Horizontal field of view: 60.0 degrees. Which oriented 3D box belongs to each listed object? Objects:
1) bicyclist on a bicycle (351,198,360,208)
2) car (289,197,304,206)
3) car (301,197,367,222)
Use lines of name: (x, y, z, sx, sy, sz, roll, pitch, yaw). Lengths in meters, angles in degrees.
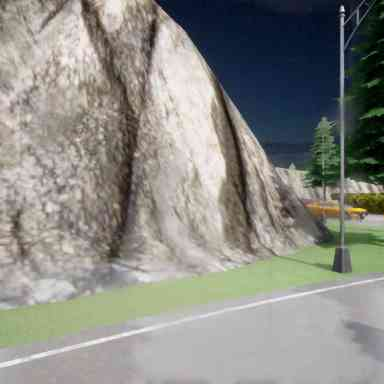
bicyclist on a bicycle: (16.430, 1.453, 33.354, 1.656, 1.620, 0.582, 0, 0, -28)
car: (18.271, 1.586, 55.708, 4.181, 1.385, 1.994, 0, 0, -31)
car: (11.727, 1.477, 27.154, 1.882, 1.535, 5.008, 0, 0, -28)
